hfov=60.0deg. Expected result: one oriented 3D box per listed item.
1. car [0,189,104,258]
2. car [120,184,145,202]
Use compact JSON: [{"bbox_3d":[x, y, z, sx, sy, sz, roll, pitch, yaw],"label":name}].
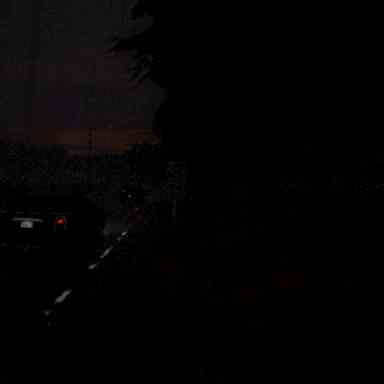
[{"bbox_3d":[-4.200,0.745,10.444,2.097,1.767,4.553,3,2,-2],"label":"car"},{"bbox_3d":[-5.431,0.037,30.492,2.128,1.511,4.902,3,2,-5],"label":"car"}]
